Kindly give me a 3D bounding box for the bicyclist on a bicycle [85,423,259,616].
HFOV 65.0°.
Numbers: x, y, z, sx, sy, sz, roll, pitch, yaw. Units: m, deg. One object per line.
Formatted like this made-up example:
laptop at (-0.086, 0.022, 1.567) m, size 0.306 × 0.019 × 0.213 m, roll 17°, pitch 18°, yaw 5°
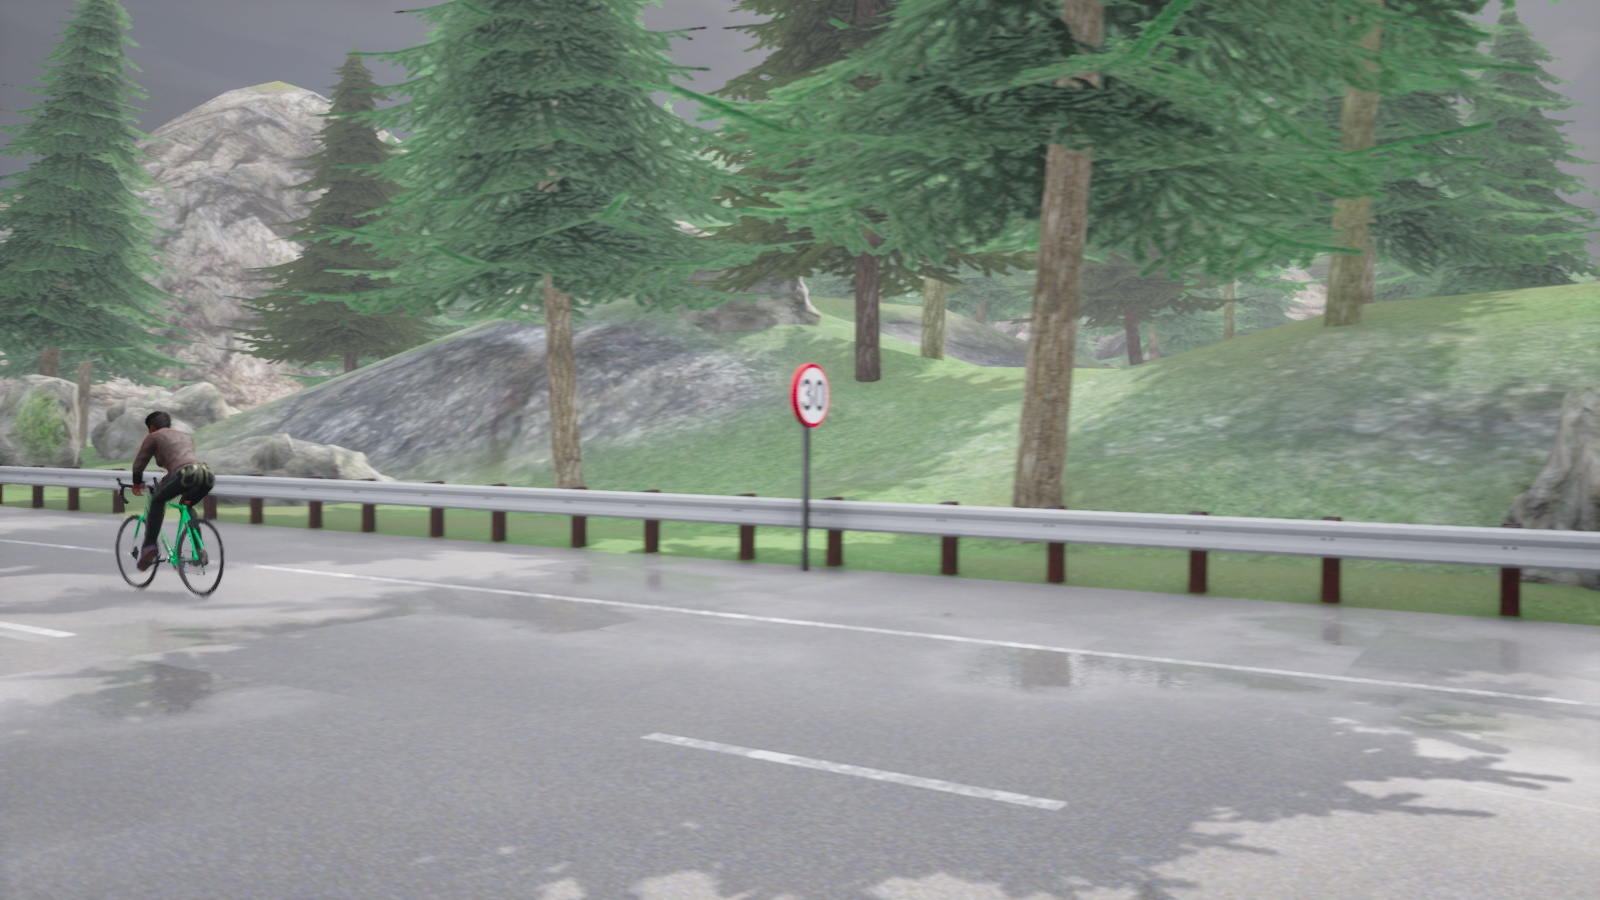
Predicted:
bicyclist on a bicycle at (-5.614, 0.580, 11.200) m, size 1.656 × 1.620 × 0.582 m, roll 0°, pitch 1°, yaw 32°
